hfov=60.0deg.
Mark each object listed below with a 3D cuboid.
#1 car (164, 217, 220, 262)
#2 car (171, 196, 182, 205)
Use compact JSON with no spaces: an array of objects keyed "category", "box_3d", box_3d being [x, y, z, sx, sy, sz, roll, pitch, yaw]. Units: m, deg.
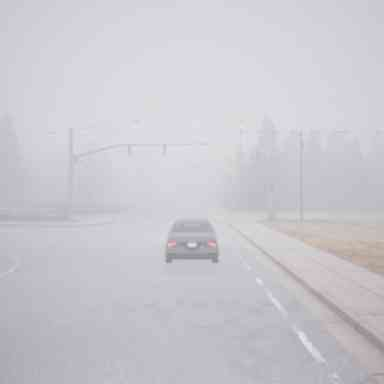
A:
[{"category":"car","box_3d":[0.009,1.657,12.509,2.033,1.411,5.357,0,0,0]},{"category":"car","box_3d":[-3.378,1.862,73.882,2.150,2.045,5.566,0,0,1]}]
